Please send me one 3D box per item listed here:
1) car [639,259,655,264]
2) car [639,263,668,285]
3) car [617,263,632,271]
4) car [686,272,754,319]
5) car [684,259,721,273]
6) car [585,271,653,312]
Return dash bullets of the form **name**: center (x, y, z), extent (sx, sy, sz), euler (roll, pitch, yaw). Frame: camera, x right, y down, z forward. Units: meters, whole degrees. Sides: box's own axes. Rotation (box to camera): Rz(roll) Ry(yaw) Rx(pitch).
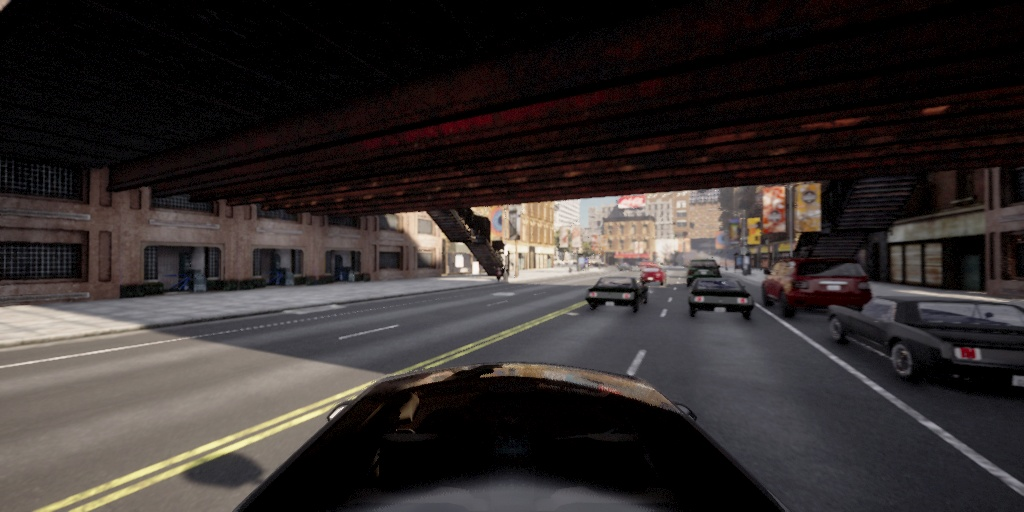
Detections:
- **car**: center (22.586, 1.584, 59.844), extent (2.150, 2.045, 5.566), euler (0, -1, 26)
- **car**: center (11.502, 1.564, 29.197), extent (1.812, 1.442, 4.674), euler (0, 0, 27)
- **car**: center (19.332, 1.946, 61.315), extent (1.994, 1.385, 4.181), euler (0, -1, 26)
- **car**: center (7.729, 1.473, 13.592), extent (1.895, 1.301, 4.718), euler (0, -1, 27)
- **car**: center (14.043, 1.232, 26.463), extent (2.150, 2.045, 5.566), euler (0, 0, 26)
- **car**: center (4.592, 1.493, 15.145), extent (1.895, 1.301, 4.718), euler (0, -1, 27)
